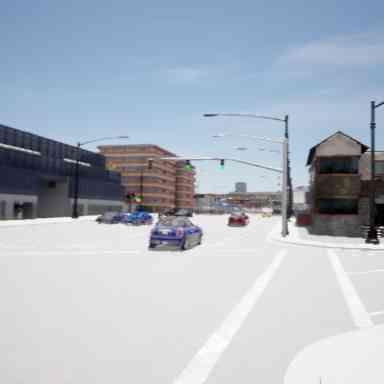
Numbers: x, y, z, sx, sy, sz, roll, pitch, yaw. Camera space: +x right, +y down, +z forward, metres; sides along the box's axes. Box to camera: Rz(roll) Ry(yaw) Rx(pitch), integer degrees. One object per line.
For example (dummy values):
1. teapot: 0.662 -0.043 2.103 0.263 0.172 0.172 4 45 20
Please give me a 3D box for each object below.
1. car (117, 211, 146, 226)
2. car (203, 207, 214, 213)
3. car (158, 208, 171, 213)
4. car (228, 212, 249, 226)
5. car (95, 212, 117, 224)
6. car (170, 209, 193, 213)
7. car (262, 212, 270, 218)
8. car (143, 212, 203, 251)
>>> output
1. car: -6.212 3.018 38.304 1.882 1.535 5.008 1 -2 17
2. car: 3.286 3.933 69.442 1.812 1.442 4.674 1 -3 17
3. car: -4.278 3.569 56.747 1.837 1.490 4.892 1 -2 17
4. car: 5.876 3.281 41.678 2.097 1.767 4.553 1 -1 17
5. car: -9.421 3.055 39.789 2.033 1.411 5.357 1 -2 17
6. car: -1.289 3.620 54.590 2.033 1.411 5.357 1 -2 17
7. car: 18.813 5.770 84.617 1.882 1.535 5.008 1 -4 17
8. car: -0.808 2.294 19.495 2.097 1.767 4.553 1 -3 17
